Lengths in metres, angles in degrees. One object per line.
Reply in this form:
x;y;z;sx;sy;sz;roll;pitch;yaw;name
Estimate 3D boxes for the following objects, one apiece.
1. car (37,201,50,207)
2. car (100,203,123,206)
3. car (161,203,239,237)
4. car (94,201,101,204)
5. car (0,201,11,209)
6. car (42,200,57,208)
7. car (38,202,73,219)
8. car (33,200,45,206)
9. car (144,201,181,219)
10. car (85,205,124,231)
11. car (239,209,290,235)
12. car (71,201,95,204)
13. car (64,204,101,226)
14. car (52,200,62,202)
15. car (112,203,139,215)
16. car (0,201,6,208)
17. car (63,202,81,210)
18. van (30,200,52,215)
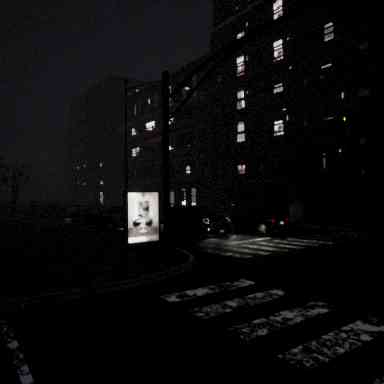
-34.656;2.735;77.724;1.947;1.339;4.313;-2;0;-36;car
-5.781;1.881;28.162;1.837;1.490;4.892;-1;-1;-36;car
0.275;1.579;19.888;2.097;1.767;4.553;-1;-1;-37;car
-15.012;2.118;50.696;1.967;1.590;4.097;-2;0;-36;car
-38.162;2.703;68.293;2.008;1.369;4.403;-2;0;-36;car
-31.386;2.527;73.219;1.967;1.590;4.097;-2;0;-36;car
-14.895;2.114;36.133;1.887;1.381;4.507;-2;0;-36;car
-37.931;2.796;82.229;1.887;1.381;4.507;-2;0;-36;car
-3.130;1.823;34.557;1.967;1.590;4.097;-2;0;-36;car
-5.526;1.887;23.164;2.008;1.369;4.403;-2;0;-36;car
3.876;1.742;20.315;1.994;1.385;4.181;-1;0;-36;car
-13.073;2.084;38.207;1.812;1.442;4.674;-1;0;-35;car
-8.800;1.969;27.669;2.008;1.369;4.403;-2;0;-36;car
-23.353;2.332;57.781;1.882;1.535;5.008;-1;-1;-36;car
-8.401;2.096;41.730;1.802;1.307;4.206;-2;0;-36;car
-44.710;2.861;77.303;1.887;1.381;4.507;-2;0;-36;car
-21.560;2.423;59.703;1.802;1.307;4.206;-2;0;-36;car
-19.828;2.034;43.010;1.690;1.788;3.998;-2;0;-36;van
